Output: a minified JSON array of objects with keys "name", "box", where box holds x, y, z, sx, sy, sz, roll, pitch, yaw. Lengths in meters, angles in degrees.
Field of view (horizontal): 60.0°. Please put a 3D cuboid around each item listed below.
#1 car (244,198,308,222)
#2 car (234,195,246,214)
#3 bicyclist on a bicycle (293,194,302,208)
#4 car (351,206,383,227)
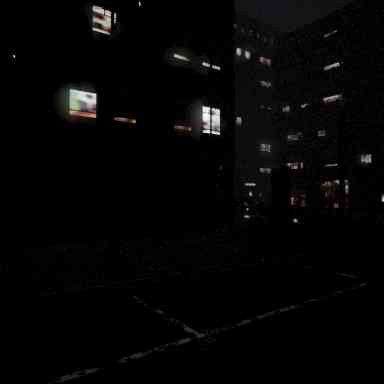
[{"name":"car","box":[6.267,1.342,24.208,2.008,1.369,4.403,1,0,-36]},{"name":"car","box":[4.319,1.055,31.265,2.097,1.767,4.553,0,0,-36]},{"name":"bicyclist on a bicycle","box":[11.514,1.011,36.229,1.656,1.620,0.582,0,1,-36]},{"name":"car","box":[11.884,1.534,19.393,1.895,1.301,4.718,0,2,-24]}]
